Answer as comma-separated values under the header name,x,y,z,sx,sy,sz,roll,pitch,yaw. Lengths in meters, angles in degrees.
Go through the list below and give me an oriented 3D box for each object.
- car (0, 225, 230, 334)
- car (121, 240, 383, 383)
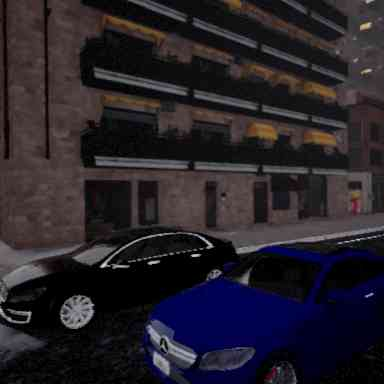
name,x,y,z,sx,sy,sz,roll,pitch,yaw
car,-1.168,1.512,6.878,4.892,1.490,1.837,0,0,-36
car,1.560,1.517,4.843,4.674,1.442,1.812,0,0,-36
